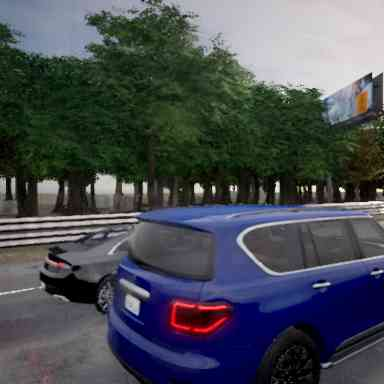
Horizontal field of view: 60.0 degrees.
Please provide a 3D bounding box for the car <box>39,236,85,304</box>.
[{"bbox_3d":[-0.762,1.471,7.501,4.902,1.511,2.128,0,0,-36],"label":"car"}]

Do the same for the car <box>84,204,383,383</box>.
[{"bbox_3d":[1.585,1.199,4.877,5.566,2.045,2.150,0,0,-35],"label":"car"}]
